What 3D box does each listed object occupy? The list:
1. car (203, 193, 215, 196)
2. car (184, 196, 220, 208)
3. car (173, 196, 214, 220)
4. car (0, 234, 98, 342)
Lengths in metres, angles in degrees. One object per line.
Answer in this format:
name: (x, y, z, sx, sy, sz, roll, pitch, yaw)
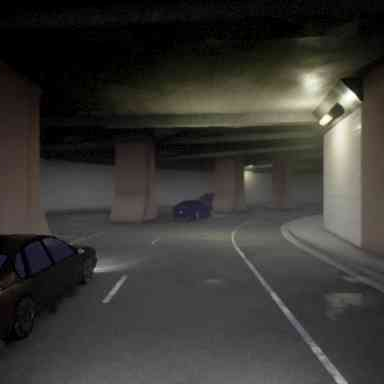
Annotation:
car: (2.522, 1.099, 42.458, 5.566, 2.045, 2.150, 0, 0, -43)
car: (1.438, 1.359, 46.002, 4.902, 1.511, 2.128, 0, 0, -40)
car: (0.199, 1.398, 27.470, 1.882, 1.535, 5.008, 0, 0, 25)
car: (-3.410, 1.529, 6.379, 2.033, 1.411, 5.357, 0, 0, 0)
